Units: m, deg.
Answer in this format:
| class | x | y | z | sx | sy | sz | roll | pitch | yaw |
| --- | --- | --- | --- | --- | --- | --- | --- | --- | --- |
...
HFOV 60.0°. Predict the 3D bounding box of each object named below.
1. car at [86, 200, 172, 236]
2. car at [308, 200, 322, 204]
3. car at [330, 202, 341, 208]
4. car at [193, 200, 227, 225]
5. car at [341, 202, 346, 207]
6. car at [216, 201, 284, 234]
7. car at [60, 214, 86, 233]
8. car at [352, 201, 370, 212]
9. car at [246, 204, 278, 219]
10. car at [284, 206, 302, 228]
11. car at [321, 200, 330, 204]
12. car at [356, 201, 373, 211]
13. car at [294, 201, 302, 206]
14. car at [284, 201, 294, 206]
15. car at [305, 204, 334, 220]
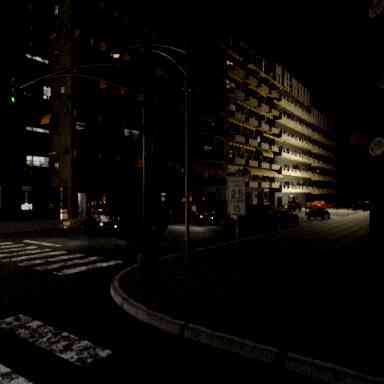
| class | x | y | z | sx | sy | sz | roll | pitch | yaw |
| --- | --- | --- | --- | --- | --- | --- | --- | --- | --- |
| car | -3.582 | 1.540 | 21.252 | 2.150 | 2.045 | 5.566 | 0 | -1 | 35 |
| car | 23.022 | 2.770 | 63.919 | 1.887 | 1.381 | 4.507 | -1 | -2 | 35 |
| car | 32.746 | 3.066 | 77.852 | 1.887 | 1.381 | 4.507 | -1 | -2 | 35 |
| car | 2.327 | 1.728 | 29.720 | 2.150 | 2.045 | 5.566 | 0 | -1 | 34 |
| car | 39.230 | 3.281 | 87.142 | 1.947 | 1.339 | 4.313 | -1 | -2 | 35 |
| car | 3.971 | 1.711 | 22.043 | 2.192 | 1.841 | 5.009 | -1 | -2 | 35 |
| car | -6.247 | 1.834 | 21.980 | 1.752 | 1.417 | 4.829 | -1 | -2 | 35 |
| car | 29.900 | 2.522 | 59.197 | 2.192 | 1.841 | 5.009 | -1 | -2 | 35 |
| car | 8.054 | 2.191 | 37.902 | 1.837 | 1.490 | 4.892 | 0 | -1 | 35 |
| car | 7.213 | 2.043 | 26.681 | 1.887 | 1.381 | 4.507 | -1 | -2 | 35 |
| car | 26.262 | 2.640 | 68.569 | 2.192 | 1.841 | 5.009 | -1 | -2 | 35 |
| car | 33.141 | 2.621 | 63.842 | 2.192 | 1.841 | 5.009 | -1 | -2 | 35 |
| car | 16.538 | 2.340 | 54.636 | 2.192 | 1.841 | 5.009 | -1 | -2 | 35 |
| car | 13.200 | 2.446 | 49.846 | 1.752 | 1.417 | 4.829 | -1 | -2 | 35 |
| car | 13.696 | 2.284 | 35.969 | 1.802 | 1.307 | 4.206 | -1 | -2 | 35 |
